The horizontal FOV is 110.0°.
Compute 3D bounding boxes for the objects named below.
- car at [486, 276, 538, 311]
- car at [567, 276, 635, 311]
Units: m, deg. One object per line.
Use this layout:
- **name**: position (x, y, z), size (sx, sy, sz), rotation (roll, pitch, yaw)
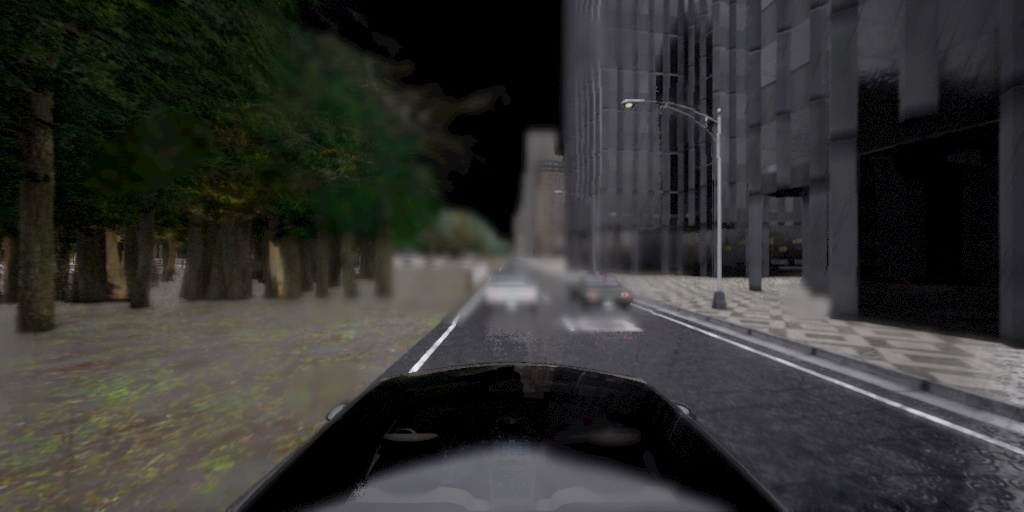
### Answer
- **car**: position (0.012, 1.475, 15.107), size (1.895, 1.301, 4.718), rotation (0, -1, 0)
- **car**: position (3.512, 1.475, 15.106), size (1.895, 1.301, 4.718), rotation (0, -1, 0)
